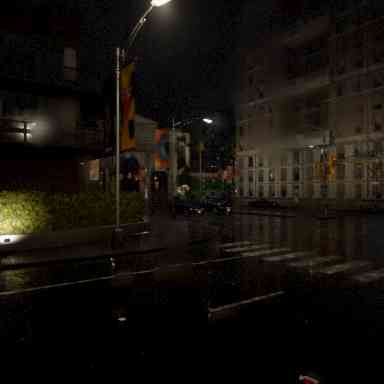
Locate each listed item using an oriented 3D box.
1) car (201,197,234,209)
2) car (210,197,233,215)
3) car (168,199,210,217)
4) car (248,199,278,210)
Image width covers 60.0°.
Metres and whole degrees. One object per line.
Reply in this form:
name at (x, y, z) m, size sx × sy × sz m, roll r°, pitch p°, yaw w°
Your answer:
car at (3.516, 1.478, 46.457) m, size 1.882 × 1.535 × 5.008 m, roll 0°, pitch 0°, yaw -35°
car at (2.136, 1.491, 34.211) m, size 2.128 × 1.511 × 4.902 m, roll 0°, pitch 0°, yaw -35°
car at (-0.655, 1.526, 32.093) m, size 1.812 × 1.442 × 4.674 m, roll 0°, pitch 0°, yaw -35°
car at (9.397, 1.564, 44.202) m, size 1.994 × 1.385 × 4.181 m, roll 0°, pitch 0°, yaw -35°
